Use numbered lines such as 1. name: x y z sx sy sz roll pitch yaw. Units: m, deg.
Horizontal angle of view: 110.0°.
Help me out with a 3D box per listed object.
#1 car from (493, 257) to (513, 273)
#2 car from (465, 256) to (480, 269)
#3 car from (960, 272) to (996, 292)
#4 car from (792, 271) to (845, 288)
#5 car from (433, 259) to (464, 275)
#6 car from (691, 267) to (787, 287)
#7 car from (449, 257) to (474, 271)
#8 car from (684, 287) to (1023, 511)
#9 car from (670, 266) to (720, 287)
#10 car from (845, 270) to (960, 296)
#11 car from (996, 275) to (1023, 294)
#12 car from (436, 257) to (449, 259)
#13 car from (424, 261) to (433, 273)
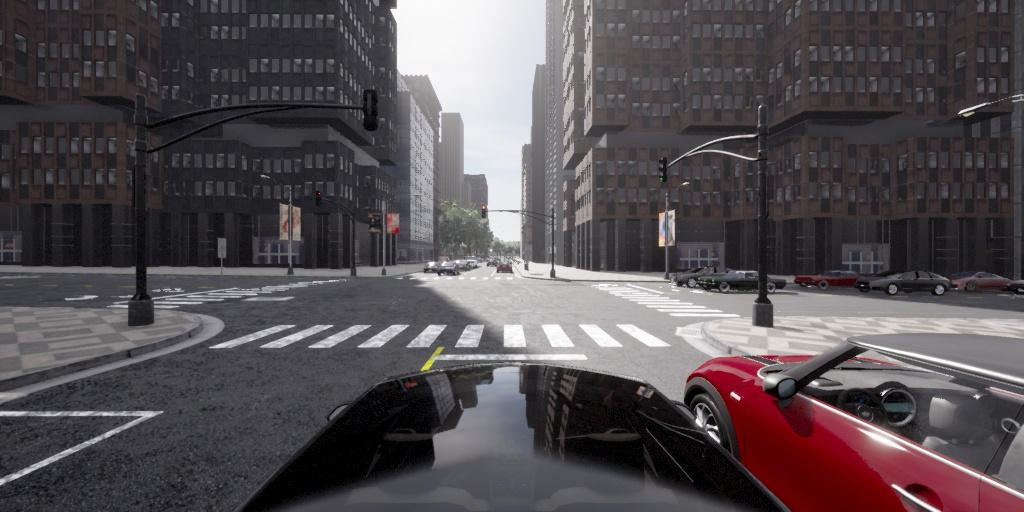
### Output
1. car: -0.907 1.195 43.526 1.967 1.591 4.097 0 0 -1
2. car: -6.965 1.012 59.219 2.150 2.045 5.566 0 0 0
3. car: 33.037 1.812 25.824 4.181 1.385 1.994 1 0 -1
4. car: 23.072 1.704 25.690 4.718 1.301 1.895 1 0 -1
5. car: -6.686 1.292 38.321 2.033 1.411 5.357 0 0 -1
6. car: 14.159 1.579 22.340 4.718 1.301 1.895 1 0 -3
7. car: -6.834 1.258 48.587 2.128 1.511 4.902 0 0 -1
8. car: 2.761 1.190 2.160 1.967 1.591 4.097 0 0 0
9. car: 13.853 1.475 25.586 4.892 1.490 1.837 1 0 -1
10. car: 24.359 1.631 22.472 4.892 1.490 1.837 1 0 -1
11. car: 34.740 1.825 22.599 5.357 1.411 2.033 1 0 -1
12. car: -9.506 1.082 48.838 2.192 1.841 5.009 0 0 -1
13. car: -9.431 1.321 43.412 1.948 1.339 4.313 0 0 -1
